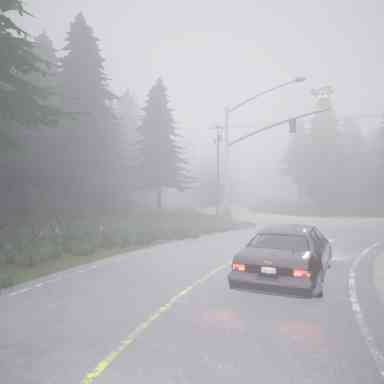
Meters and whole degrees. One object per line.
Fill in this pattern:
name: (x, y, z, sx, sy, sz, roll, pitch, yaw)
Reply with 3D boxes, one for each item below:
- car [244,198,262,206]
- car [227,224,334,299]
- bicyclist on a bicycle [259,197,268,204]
car: (10.282, 1.590, 54.784, 1.994, 1.385, 4.181, 0, 0, 35)
car: (2.536, 1.547, 8.645, 2.033, 1.411, 5.357, 0, 0, 25)
bicyclist on a bicycle: (8.680, 1.480, 40.159, 1.656, 1.620, 0.582, 0, 0, -1)
